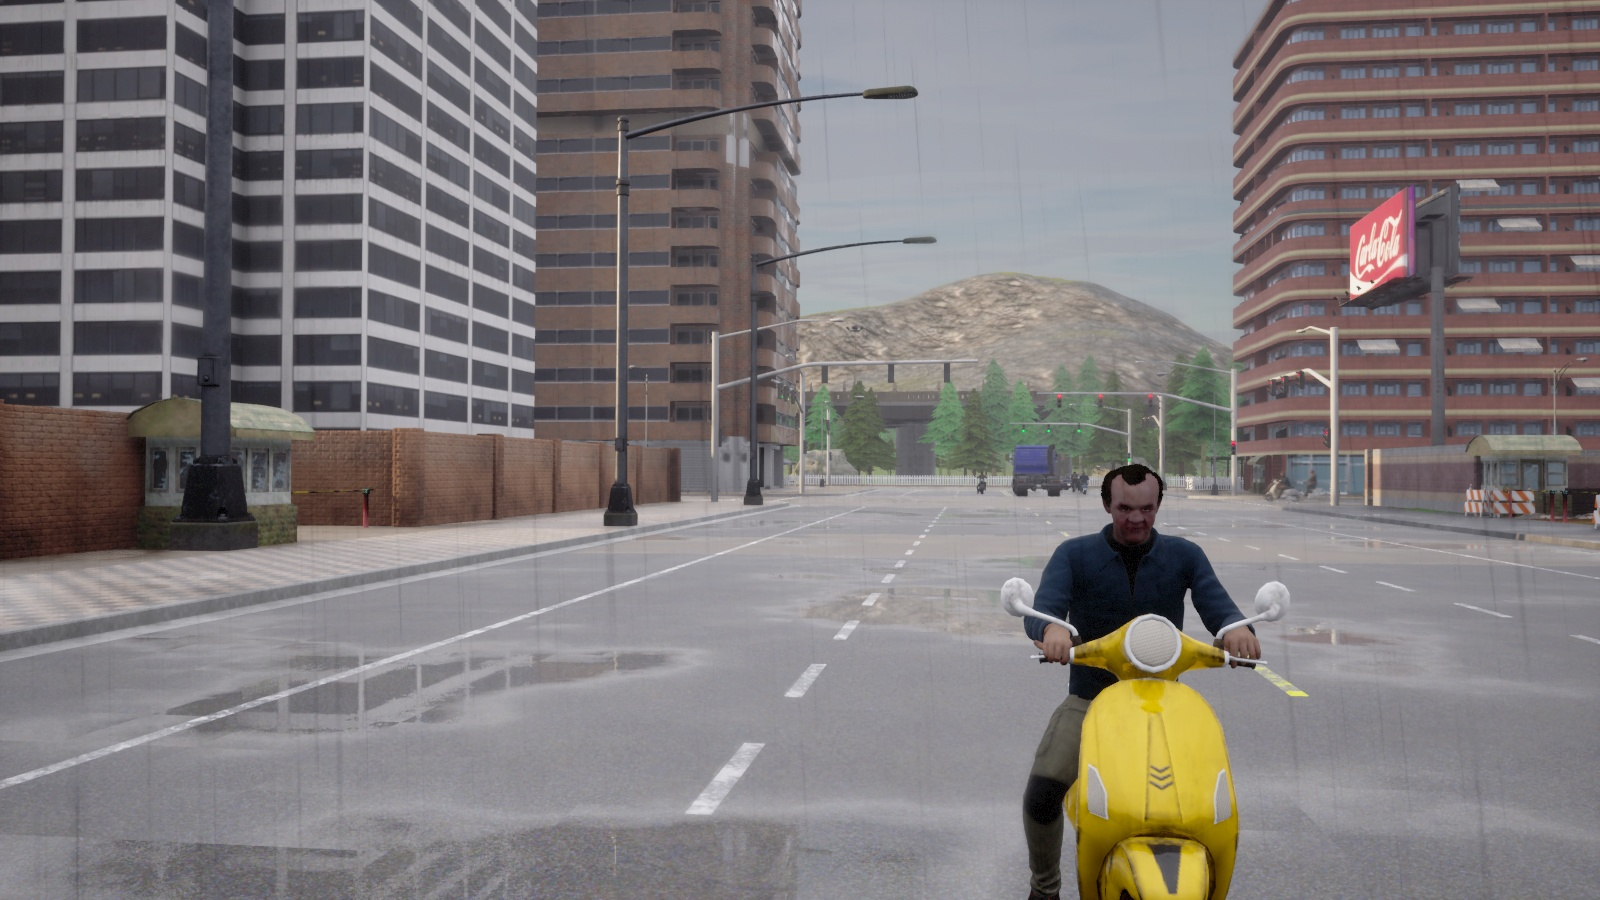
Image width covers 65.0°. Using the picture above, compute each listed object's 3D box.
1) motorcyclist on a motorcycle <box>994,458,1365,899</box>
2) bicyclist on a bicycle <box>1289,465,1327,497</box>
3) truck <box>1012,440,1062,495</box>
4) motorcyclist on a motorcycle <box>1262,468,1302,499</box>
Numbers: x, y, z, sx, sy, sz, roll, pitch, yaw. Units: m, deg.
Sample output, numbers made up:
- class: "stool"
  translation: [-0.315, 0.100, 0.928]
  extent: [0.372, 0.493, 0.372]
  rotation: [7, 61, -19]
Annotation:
- class: "motorcyclist on a motorcycle"
  translation: [1.080, 0.831, 4.042]
  extent: [0.866, 1.590, 1.817]
  rotation: [0, -1, 8]
- class: "bicyclist on a bicycle"
  translation: [28.375, 1.747, 70.146]
  extent: [1.843, 1.776, 0.659]
  rotation: [0, -1, 8]
- class: "truck"
  translation: [15.649, 1.166, 83.341]
  extent: [2.891, 3.462, 7.936]
  rotation: [0, -1, 8]
- class: "motorcyclist on a motorcycle"
  translation: [25.662, 1.786, 66.913]
  extent: [1.817, 1.590, 0.866]
  rotation: [0, -1, 5]
